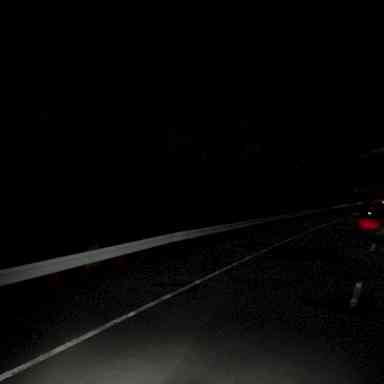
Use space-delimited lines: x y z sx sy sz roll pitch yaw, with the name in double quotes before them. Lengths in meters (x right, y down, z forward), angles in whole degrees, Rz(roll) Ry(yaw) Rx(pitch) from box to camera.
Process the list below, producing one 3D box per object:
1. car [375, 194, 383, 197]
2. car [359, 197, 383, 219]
"car" 22.196 1.219 38.082 2.150 2.045 5.566 0 0 36
"car" 16.120 1.503 29.556 1.837 1.490 4.892 0 0 35
